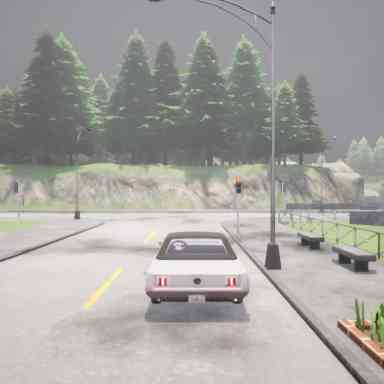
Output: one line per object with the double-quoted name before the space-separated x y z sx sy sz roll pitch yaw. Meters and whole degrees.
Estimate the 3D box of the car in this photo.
"car" 0.095 1.601 8.098 1.895 1.301 4.718 0 0 0
